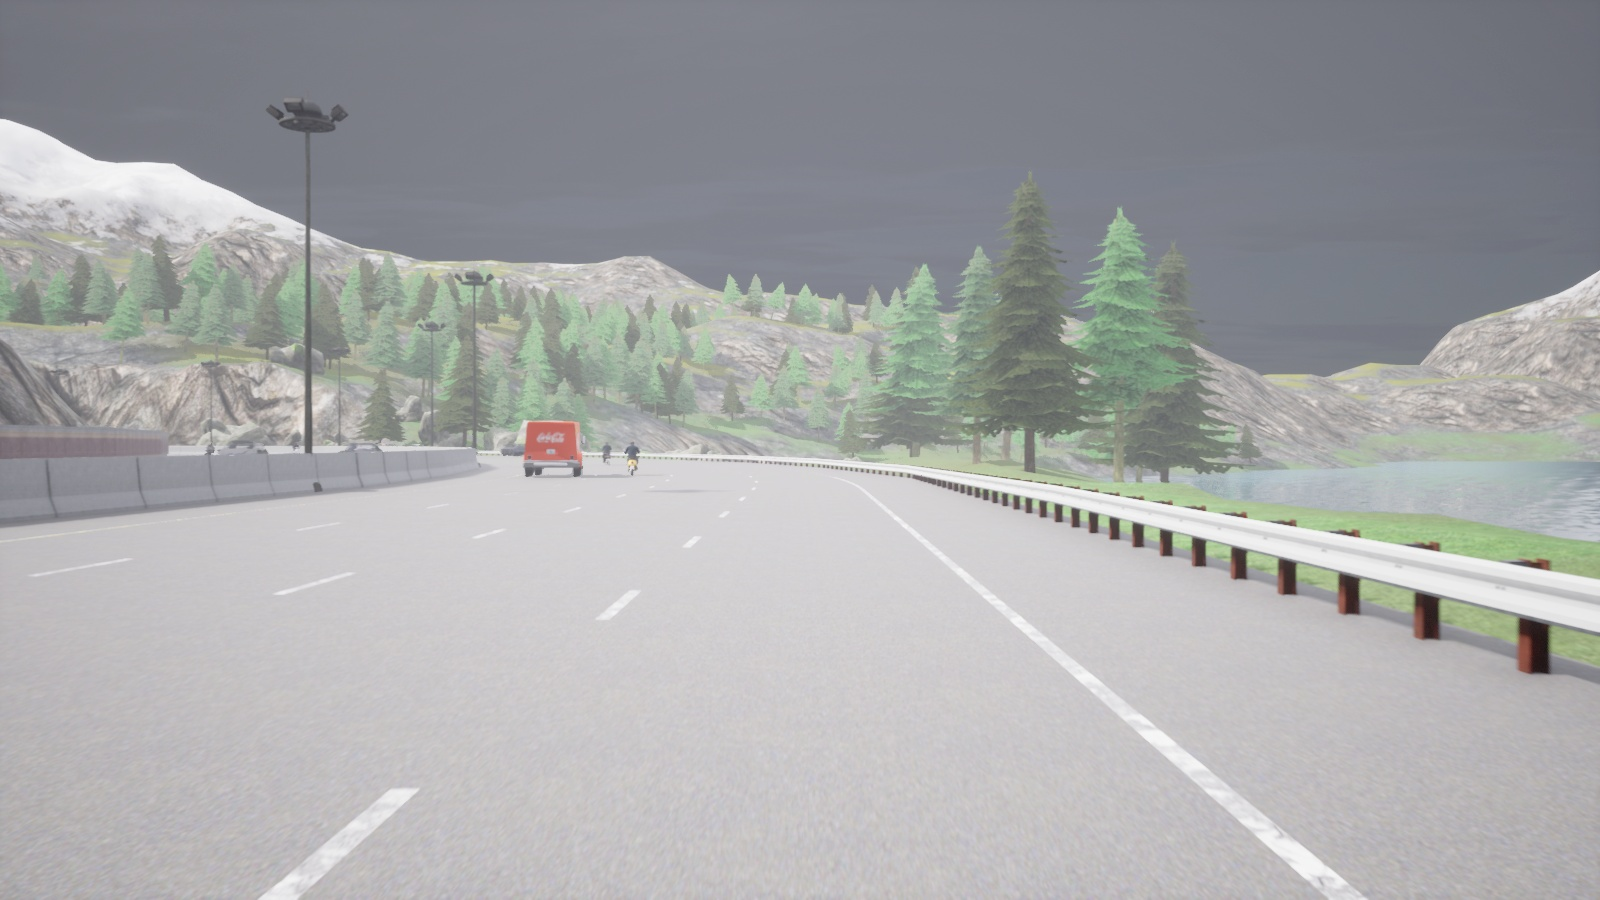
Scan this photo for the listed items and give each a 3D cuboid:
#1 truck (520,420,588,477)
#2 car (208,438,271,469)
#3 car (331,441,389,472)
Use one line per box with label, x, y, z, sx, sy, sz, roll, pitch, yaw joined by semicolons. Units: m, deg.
truck;-11.183;-0.073;57.490;2.627;2.467;5.204;0;0;-7
car;-30.745;0.177;69.026;2.242;1.667;4.611;0;0;-12
car;-22.991;0.313;65.742;2.128;1.511;4.902;0;0;-10
